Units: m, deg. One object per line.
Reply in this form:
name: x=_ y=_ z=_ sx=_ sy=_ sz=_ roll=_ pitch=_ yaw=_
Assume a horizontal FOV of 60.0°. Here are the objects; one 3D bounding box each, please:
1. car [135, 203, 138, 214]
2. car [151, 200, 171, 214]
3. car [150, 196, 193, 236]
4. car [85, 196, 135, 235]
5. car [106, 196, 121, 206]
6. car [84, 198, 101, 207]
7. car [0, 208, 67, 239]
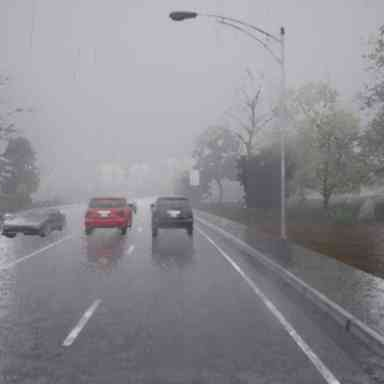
car: x=-7.080 y=1.615 z=37.082 sx=1.812 sy=1.442 sz=4.674 roll=0 pitch=0 yaw=-8
car: x=-3.510 y=1.651 z=36.818 sx=1.994 sy=1.385 sz=4.181 roll=0 pitch=0 yaw=-8
car: x=-1.195 y=1.267 z=19.133 sx=2.150 sy=2.045 sz=5.566 roll=0 pitch=0 yaw=-6
car: x=-4.752 y=1.270 z=19.509 sx=2.150 sy=2.045 sz=5.566 roll=0 pitch=0 yaw=-6
car: x=-14.010 y=1.568 z=59.423 sx=2.097 sy=1.767 sz=4.553 roll=0 pitch=0 yaw=-8
car: x=-17.453 y=1.762 z=58.737 sx=2.033 sy=1.411 sz=5.357 roll=0 pitch=0 yaw=-8
car: x=-8.305 y=1.596 z=18.145 sx=2.033 sy=1.411 sz=5.357 roll=0 pitch=0 yaw=-6
